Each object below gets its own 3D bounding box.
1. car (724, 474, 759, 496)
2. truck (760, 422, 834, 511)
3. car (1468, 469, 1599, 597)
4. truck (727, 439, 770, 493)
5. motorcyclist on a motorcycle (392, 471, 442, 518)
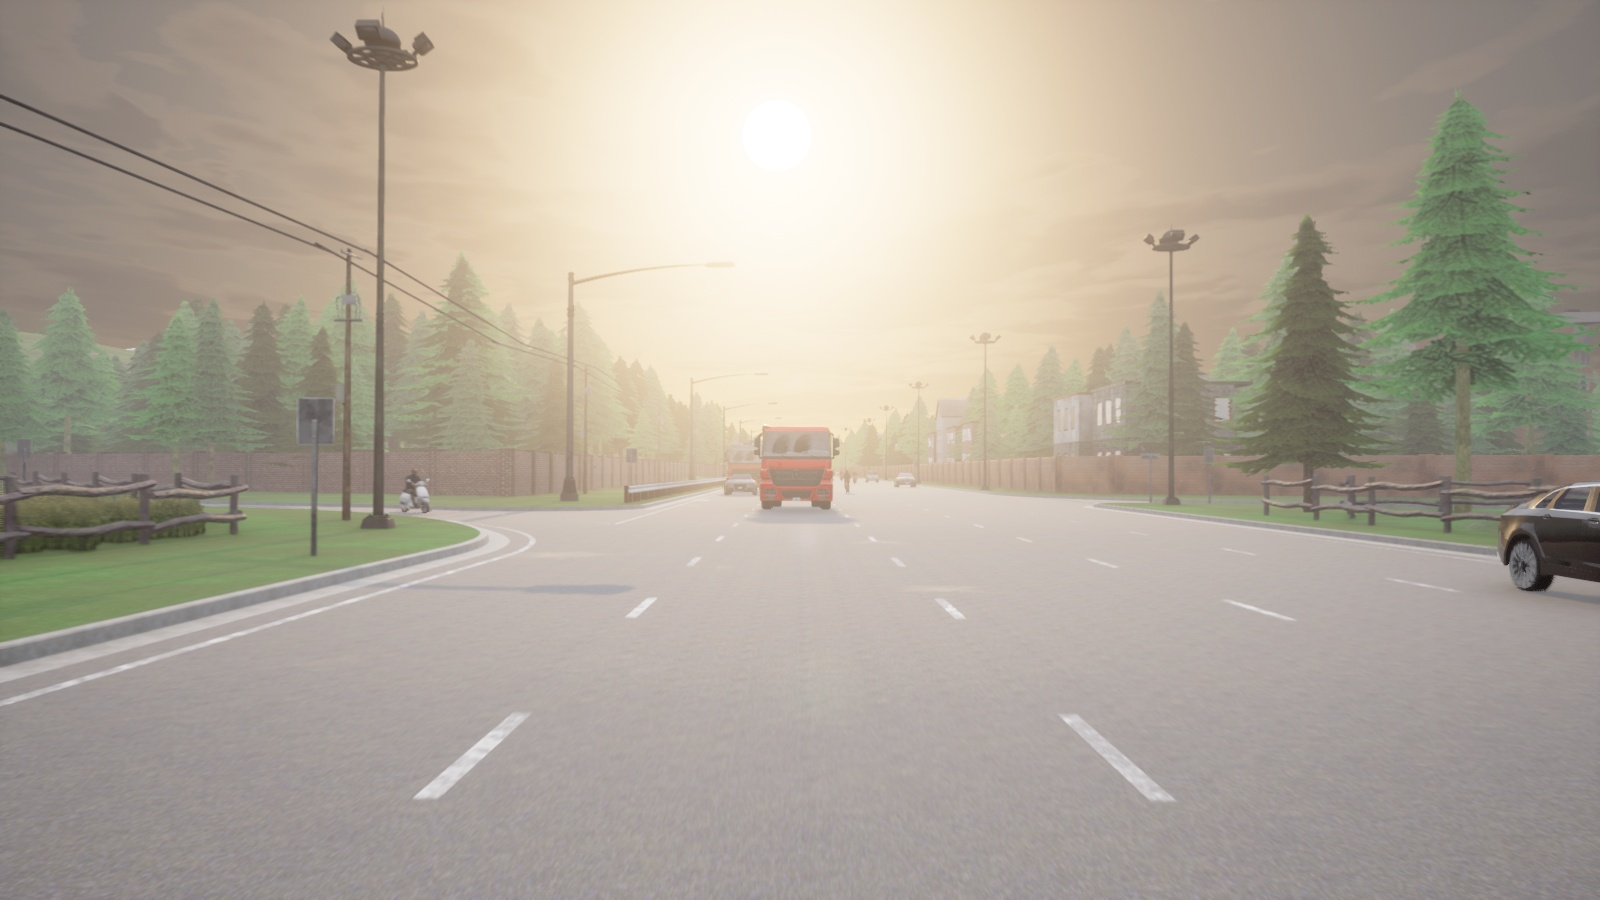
[{"bbox_3d":[-3.695,2.216,79.855,1.994,1.385,4.181,0,-1,0],"label":"car"},{"bbox_3d":[-0.133,0.710,52.893,2.891,3.462,7.936,0,-1,0],"label":"truck"},{"bbox_3d":[10.462,0.980,15.191,2.128,1.511,4.902,0,-1,0],"label":"car"},{"bbox_3d":[-3.731,1.202,92.767,2.891,3.827,8.468,0,-1,0],"label":"truck"},{"bbox_3d":[-13.567,1.559,44.475,1.817,1.590,0.866,-1,0,41],"label":"motorcyclist on a motorcycle"}]
